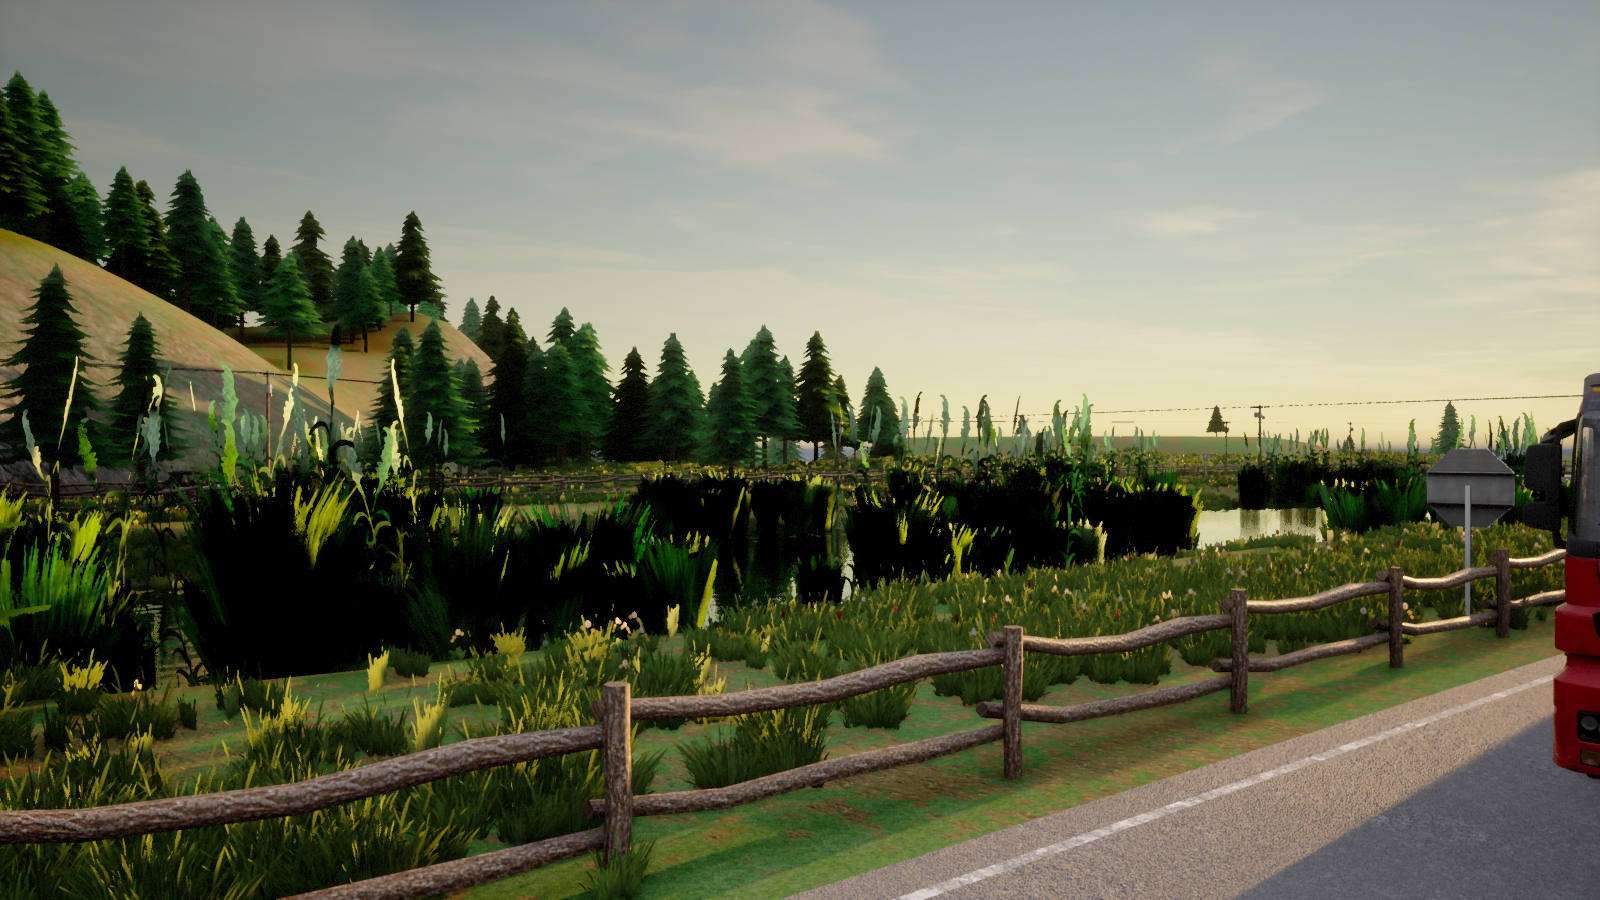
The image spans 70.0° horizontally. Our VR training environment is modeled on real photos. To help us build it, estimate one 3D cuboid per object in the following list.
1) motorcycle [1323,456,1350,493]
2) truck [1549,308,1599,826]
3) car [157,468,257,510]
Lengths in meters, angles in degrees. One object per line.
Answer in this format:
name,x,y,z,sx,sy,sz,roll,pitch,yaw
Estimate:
motorcycle,34.996,1.577,74.472,2.033,2.348,0.803,0,0,-39
truck,9.517,0.862,10.949,2.891,3.827,8.468,0,0,40
car,-28.580,1.857,55.133,1.905,1.878,3.866,0,0,42
